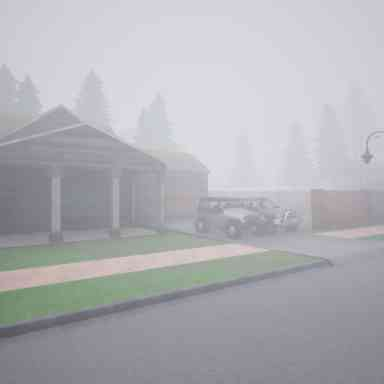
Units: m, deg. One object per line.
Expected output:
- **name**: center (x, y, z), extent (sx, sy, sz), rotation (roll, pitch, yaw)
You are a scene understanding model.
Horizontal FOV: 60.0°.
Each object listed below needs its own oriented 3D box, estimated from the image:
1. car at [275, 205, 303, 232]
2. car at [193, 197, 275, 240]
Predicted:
- **car**: center (3.549, 1.174, 17.931), extent (1.932, 1.855, 4.605), rotation (0, 0, -36)
- **car**: center (1.740, 1.176, 16.142), extent (1.905, 1.878, 3.866), rotation (0, 0, -36)
